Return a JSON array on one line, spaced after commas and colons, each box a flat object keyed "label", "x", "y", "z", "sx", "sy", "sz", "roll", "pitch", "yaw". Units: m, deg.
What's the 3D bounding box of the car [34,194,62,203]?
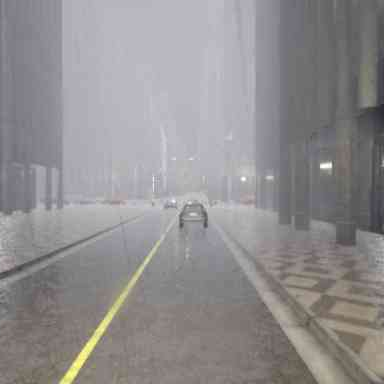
[{"label": "car", "x": -31.493, "y": 1.481, "z": 72.788, "sx": 5.009, "sy": 1.841, "sz": 2.192, "roll": 0, "pitch": 0, "yaw": 0}]

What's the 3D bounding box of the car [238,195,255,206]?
[{"label": "car", "x": 12.134, "y": 1.770, "z": 64.381, "sx": 5.009, "sy": 1.841, "sz": 2.192, "roll": 0, "pitch": 0, "yaw": 0}]

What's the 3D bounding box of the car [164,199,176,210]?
[{"label": "car", "x": -3.003, "y": 1.761, "z": 47.943, "sx": 2.033, "sy": 1.411, "sz": 5.357, "roll": 0, "pitch": 0, "yaw": 0}]

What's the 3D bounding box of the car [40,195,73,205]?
[{"label": "car", "x": -25.958, "y": 1.594, "z": 64.273, "sx": 5.009, "sy": 1.841, "sz": 2.192, "roll": 0, "pitch": 0, "yaw": 0}]

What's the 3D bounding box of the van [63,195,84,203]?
[{"label": "van", "x": -25.968, "y": 1.530, "z": 72.803, "sx": 3.998, "sy": 1.788, "sz": 1.690, "roll": 0, "pitch": 0, "yaw": 0}]

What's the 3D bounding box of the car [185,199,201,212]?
[{"label": "car", "x": 0.097, "y": 1.679, "z": 41.426, "sx": 1.837, "sy": 1.490, "sz": 4.892, "roll": 0, "pitch": -1, "yaw": 0}]

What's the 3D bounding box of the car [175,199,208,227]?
[{"label": "car", "x": 0.101, "y": 1.517, "z": 23.584, "sx": 2.033, "sy": 1.649, "sz": 4.856, "roll": 0, "pitch": 0, "yaw": 0}]

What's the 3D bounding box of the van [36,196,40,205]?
[{"label": "van", "x": -31.484, "y": 1.597, "z": 64.257, "sx": 3.998, "sy": 1.788, "sz": 1.690, "roll": 0, "pitch": 0, "yaw": 0}]

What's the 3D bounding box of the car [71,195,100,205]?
[{"label": "car", "x": -20.433, "y": 1.853, "z": 64.291, "sx": 4.403, "sy": 1.369, "sz": 2.008, "roll": 0, "pitch": 0, "yaw": 0}]

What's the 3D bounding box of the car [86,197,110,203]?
[{"label": "car", "x": -20.615, "y": 1.737, "z": 72.818, "sx": 4.829, "sy": 1.417, "sz": 1.752, "roll": 0, "pitch": 0, "yaw": 0}]

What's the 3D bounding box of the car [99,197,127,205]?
[{"label": "car", "x": -14.908, "y": 1.871, "z": 64.308, "sx": 4.507, "sy": 1.381, "sz": 1.887, "roll": 0, "pitch": 0, "yaw": 0}]

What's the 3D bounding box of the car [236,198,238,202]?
[{"label": "car", "x": 12.120, "y": 1.680, "z": 72.906, "sx": 5.009, "sy": 1.841, "sz": 2.192, "roll": 0, "pitch": 0, "yaw": 0}]
